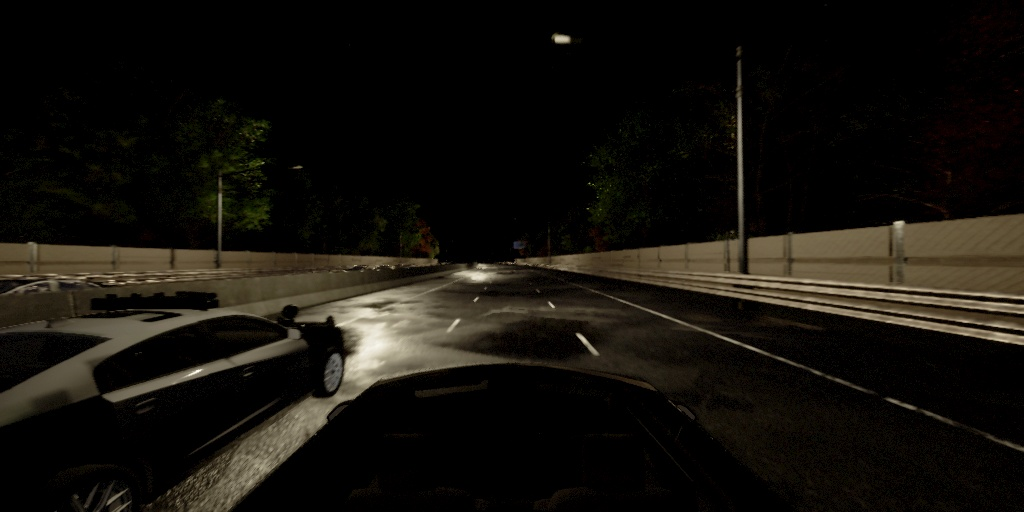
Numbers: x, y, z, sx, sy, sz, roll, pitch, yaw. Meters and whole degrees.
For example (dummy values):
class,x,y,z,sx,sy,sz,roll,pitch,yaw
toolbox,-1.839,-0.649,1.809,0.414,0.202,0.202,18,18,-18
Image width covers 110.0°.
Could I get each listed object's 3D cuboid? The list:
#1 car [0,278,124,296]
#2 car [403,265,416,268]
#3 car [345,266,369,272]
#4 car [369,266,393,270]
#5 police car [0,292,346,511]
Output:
class,x,y,z,sx,sy,sz,roll,pitch,yaw
car,-14.115,1.405,10.267,2.128,1.511,4.902,0,-1,0
car,-14.630,1.986,50.473,2.128,1.511,4.902,0,-1,-1
car,-21.610,2.086,50.639,2.033,1.411,5.357,0,-1,-1
car,-18.131,2.084,50.876,1.994,1.385,4.181,0,-1,-1
police car,-3.523,1.202,3.722,1.930,1.638,5.238,0,0,0
